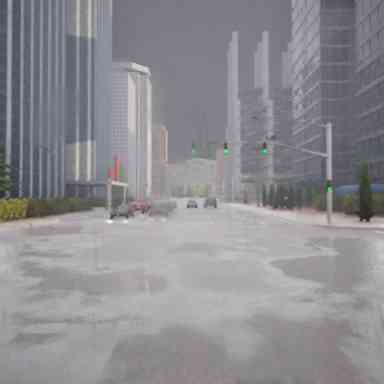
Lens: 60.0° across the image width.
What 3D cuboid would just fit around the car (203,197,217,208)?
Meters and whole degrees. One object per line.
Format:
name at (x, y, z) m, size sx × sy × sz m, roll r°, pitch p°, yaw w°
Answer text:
car at (3.547, 2.045, 63.082) m, size 2.150 × 2.045 × 5.566 m, roll 0°, pitch -1°, yaw 0°

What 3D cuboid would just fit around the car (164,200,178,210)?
car at (-3.613, 2.246, 57.752) m, size 2.128 × 1.511 × 4.902 m, roll 0°, pitch -1°, yaw 0°

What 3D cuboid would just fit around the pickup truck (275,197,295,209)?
pickup truck at (16.572, 1.831, 59.197) m, size 2.390 × 2.098 × 6.274 m, roll 0°, pitch -1°, yaw 30°

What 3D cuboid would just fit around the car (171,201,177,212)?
car at (-3.612, 2.220, 47.335) m, size 1.895 × 1.301 × 4.718 m, roll 0°, pitch -1°, yaw 0°

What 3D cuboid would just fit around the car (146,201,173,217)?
car at (-3.612, 2.053, 37.330) m, size 1.994 × 1.385 × 4.181 m, roll 0°, pitch -1°, yaw 0°

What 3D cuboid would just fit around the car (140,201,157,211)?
car at (-7.119, 2.265, 54.889) m, size 2.033 × 1.411 × 5.357 m, roll 0°, pitch -1°, yaw 0°

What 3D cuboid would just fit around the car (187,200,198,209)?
car at (0.051, 2.375, 62.104) m, size 1.994 × 1.385 × 4.181 m, roll 0°, pitch -1°, yaw 0°

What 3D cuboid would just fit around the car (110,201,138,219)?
car at (-7.117, 1.954, 34.293) m, size 1.837 × 1.490 × 4.892 m, roll 0°, pitch -1°, yaw 0°

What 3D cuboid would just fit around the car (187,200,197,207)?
car at (-0.061, 2.492, 74.099) m, size 2.128 × 1.511 × 4.902 m, roll 0°, pitch -1°, yaw 0°

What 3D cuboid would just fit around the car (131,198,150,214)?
car at (-7.115, 1.800, 44.233) m, size 2.150 × 2.045 × 5.566 m, roll 0°, pitch -1°, yaw 1°

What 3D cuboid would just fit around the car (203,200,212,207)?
car at (3.439, 2.558, 73.738) m, size 1.895 × 1.301 × 4.718 m, roll 0°, pitch -1°, yaw 0°
